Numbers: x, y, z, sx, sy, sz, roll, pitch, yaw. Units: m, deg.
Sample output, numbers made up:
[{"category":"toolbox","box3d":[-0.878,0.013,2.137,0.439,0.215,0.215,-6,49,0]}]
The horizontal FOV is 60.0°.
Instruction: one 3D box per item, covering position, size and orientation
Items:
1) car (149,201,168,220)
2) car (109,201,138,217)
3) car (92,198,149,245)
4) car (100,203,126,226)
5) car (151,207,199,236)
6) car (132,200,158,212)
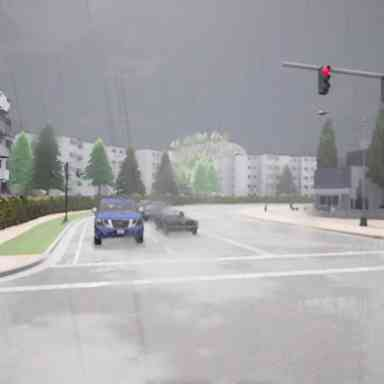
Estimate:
[{"category":"car","box3d":[-3.381,1.805,29.395,2.033,1.411,5.357,0,-1,-12]},{"category":"car","box3d":[-7.438,1.794,36.696,2.128,1.511,4.902,0,-1,0]},{"category":"car","box3d":[-3.760,1.358,16.788,2.150,2.045,5.566,0,-1,-16]},{"category":"car","box3d":[-6.173,1.718,26.409,1.837,1.490,4.892,0,-1,-12]},{"category":"car","box3d":[-1.038,1.784,20.039,1.895,1.301,4.718,0,-1,-15]},{"category":"car","box3d":[-6.522,1.897,47.097,2.128,1.511,4.902,0,-1,12]}]
